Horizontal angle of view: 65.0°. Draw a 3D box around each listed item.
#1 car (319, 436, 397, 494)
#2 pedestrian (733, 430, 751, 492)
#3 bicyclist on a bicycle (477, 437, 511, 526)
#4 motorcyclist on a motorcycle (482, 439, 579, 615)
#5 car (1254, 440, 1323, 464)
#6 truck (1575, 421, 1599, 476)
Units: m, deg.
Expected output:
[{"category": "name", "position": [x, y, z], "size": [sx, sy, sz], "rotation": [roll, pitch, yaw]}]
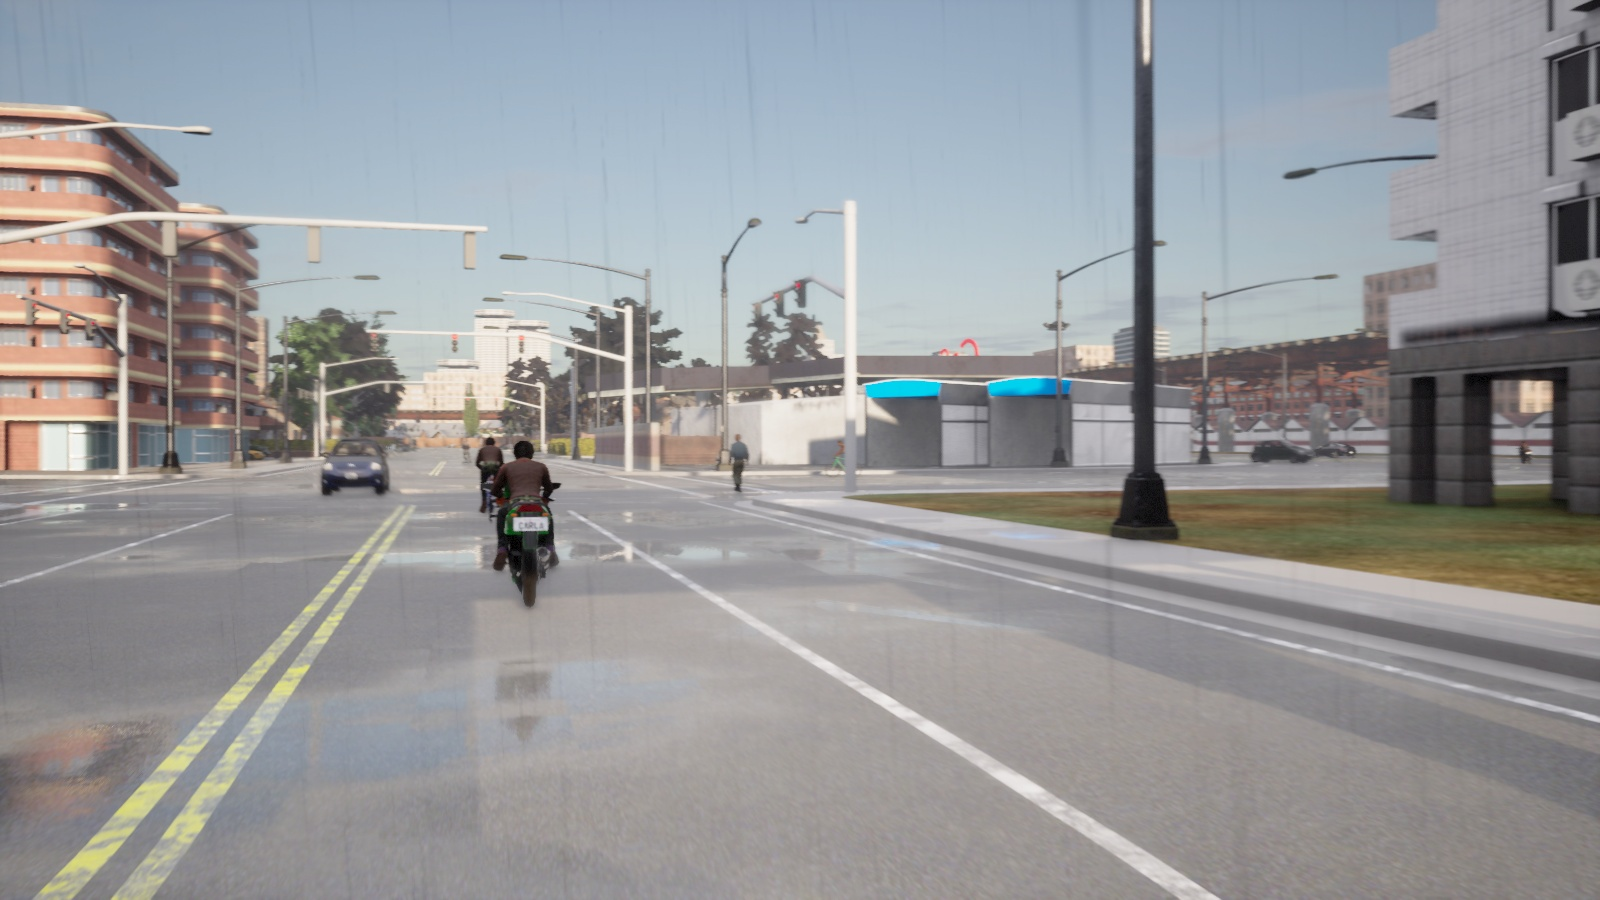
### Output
[{"category": "car", "position": [-12.985, 0.410, 37.083], "size": [1.851, 1.617, 3.988], "rotation": [0, 0, -15]}, {"category": "pedestrian", "position": [-1.723, 0.331, 37.453], "size": [0.370, 1.835, 0.726], "rotation": [0, 0, -17]}, {"category": "bicyclist on a bicycle", "position": [-5.793, 0.570, 23.750], "size": [0.582, 1.620, 1.656], "rotation": [0, 0, -15]}, {"category": "motorcyclist on a motorcycle", "position": [-2.606, 0.663, 11.982], "size": [0.797, 1.523, 2.044], "rotation": [0, 0, -15]}, {"category": "car", "position": [33.210, 0.134, 85.491], "size": [1.851, 1.617, 3.988], "rotation": [0, 0, -43]}, {"category": "truck", "position": [38.122, -0.094, 58.297], "size": [2.627, 2.467, 5.204], "rotation": [1, 1, 43]}]
